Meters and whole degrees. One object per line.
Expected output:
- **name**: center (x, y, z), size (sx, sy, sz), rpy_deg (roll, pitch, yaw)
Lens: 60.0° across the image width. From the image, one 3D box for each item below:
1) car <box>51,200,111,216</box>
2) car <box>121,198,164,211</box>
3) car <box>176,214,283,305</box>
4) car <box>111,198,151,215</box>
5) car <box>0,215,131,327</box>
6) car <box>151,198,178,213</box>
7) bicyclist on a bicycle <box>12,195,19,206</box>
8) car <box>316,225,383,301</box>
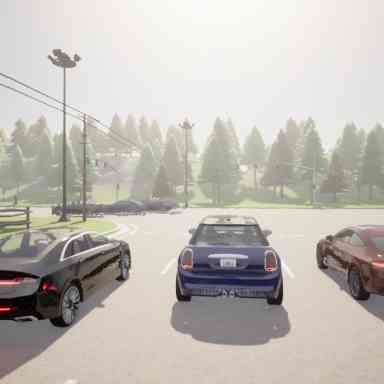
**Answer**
- **car**: center (-10.493, 1.493, 30.769), size (4.902, 1.511, 2.128), rpy_deg (0, 0, 7)
- **car**: center (-6.025, 1.493, 40.794), size (4.902, 1.511, 2.128), rpy_deg (0, 0, 7)
- **car**: center (0.937, 1.352, 8.351), size (2.097, 1.767, 4.553), rpy_deg (0, 0, 7)
- **car**: center (-6.937, 1.527, 33.855), size (4.674, 1.442, 1.812), rpy_deg (0, 0, 7)
- **car**: center (-2.745, 1.492, 7.065), size (2.128, 1.511, 4.902), rpy_deg (0, 0, 7)
- **car**: center (-4.305, 1.603, 37.053), size (4.718, 1.301, 1.895), rpy_deg (0, 0, 7)
- **bicyclist on a bicycle**: center (-27.091, 1.305, 50.939), size (0.582, 1.620, 1.656), rpy_deg (0, 0, 7)
- **car**: center (4.436, 1.526, 8.117), size (1.812, 1.442, 4.674), rpy_deg (0, 0, 7)
